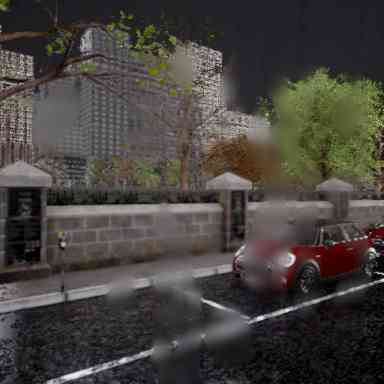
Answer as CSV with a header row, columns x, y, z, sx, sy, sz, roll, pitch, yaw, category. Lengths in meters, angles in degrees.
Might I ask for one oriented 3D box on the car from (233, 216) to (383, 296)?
x,y,z,sx,sy,sz,roll,pitch,yaw,category
2.983,1.477,8.682,4.097,1.590,1.967,0,0,-35,car
